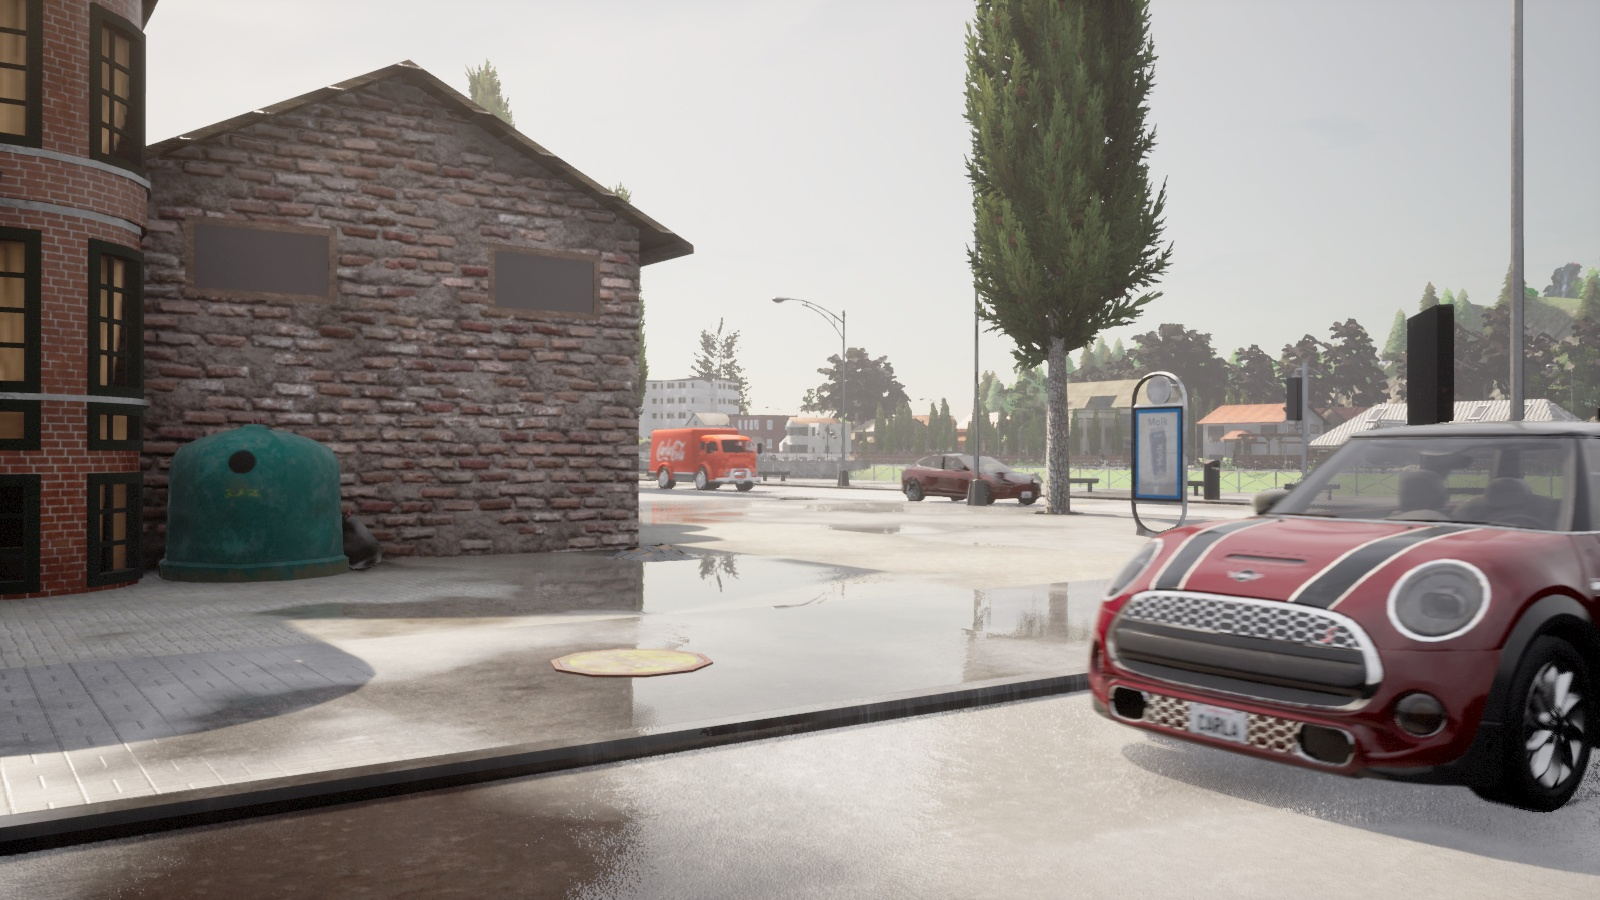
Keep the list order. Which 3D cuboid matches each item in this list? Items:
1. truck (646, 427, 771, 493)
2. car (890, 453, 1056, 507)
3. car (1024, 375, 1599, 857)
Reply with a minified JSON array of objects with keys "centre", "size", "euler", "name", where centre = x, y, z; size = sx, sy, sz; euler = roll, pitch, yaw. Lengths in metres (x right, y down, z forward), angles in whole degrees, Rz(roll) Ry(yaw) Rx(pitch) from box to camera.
[{"centre":[-3.693,0.387,49.668],"size":[2.627,2.467,5.204],"euler":[0,0,-35],"name":"truck"},{"centre":[5.028,0.825,37.157],"size":[2.163,1.488,4.792],"euler":[0,0,-35],"name":"car"},{"centre":[3.603,0.612,6.770],"size":[4.553,1.767,2.097],"euler":[0,0,-35],"name":"car"}]
